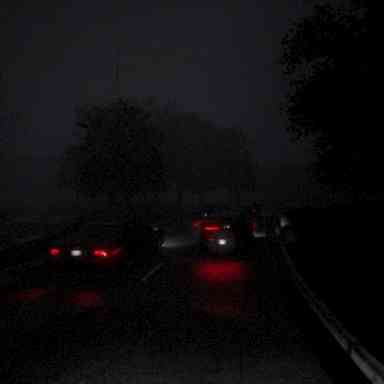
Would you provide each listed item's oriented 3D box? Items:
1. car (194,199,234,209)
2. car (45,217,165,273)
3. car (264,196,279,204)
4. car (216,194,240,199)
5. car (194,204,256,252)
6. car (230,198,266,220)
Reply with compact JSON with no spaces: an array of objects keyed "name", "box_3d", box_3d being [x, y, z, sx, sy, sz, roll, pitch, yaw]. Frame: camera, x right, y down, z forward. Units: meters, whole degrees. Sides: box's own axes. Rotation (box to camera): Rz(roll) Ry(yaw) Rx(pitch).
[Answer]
[{"name":"car","box_3d":[1.791,1.469,27.665,1.895,1.301,4.718,-1,0,20]},{"name":"car","box_3d":[-2.369,1.515,10.605,2.033,1.411,5.357,-1,1,10]},{"name":"car","box_3d":[15.457,1.590,67.093,1.994,1.385,4.181,0,-1,-37]},{"name":"car","box_3d":[8.315,1.672,69.818,4.902,1.511,2.128,-1,-1,33]},{"name":"car","box_3d":[1.489,1.403,13.336,1.837,1.490,4.892,-1,0,12]},{"name":"car","box_3d":[4.632,1.439,27.067,1.895,1.301,4.718,-1,0,17]}]
